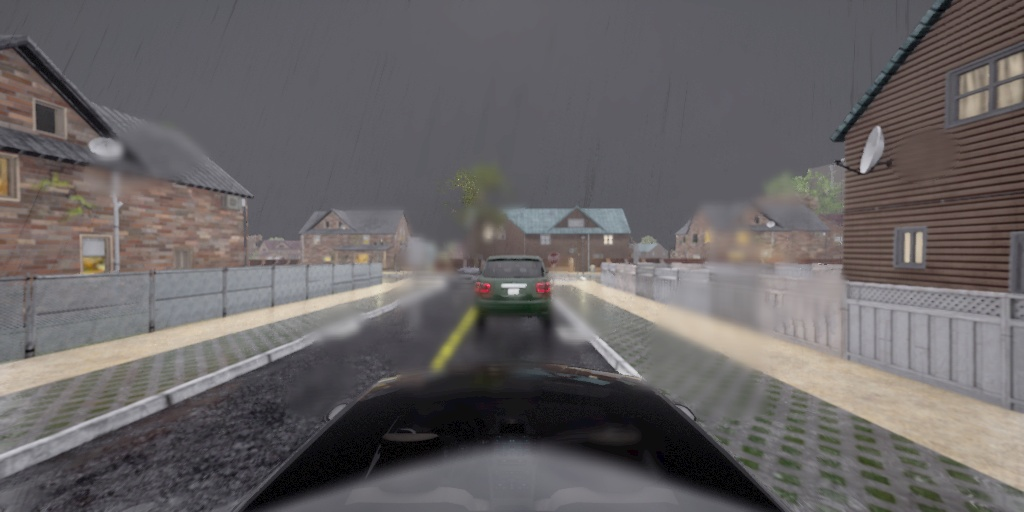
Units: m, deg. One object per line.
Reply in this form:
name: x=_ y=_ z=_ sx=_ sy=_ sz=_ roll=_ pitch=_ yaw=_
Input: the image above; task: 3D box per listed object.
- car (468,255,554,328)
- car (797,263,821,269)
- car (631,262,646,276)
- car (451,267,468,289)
car: x=0.090 y=1.009 z=11.706 sx=2.150 sy=2.045 sz=5.566 roll=0 pitch=0 yaw=1
car: x=27.729 y=1.376 z=32.887 sx=5.357 sy=1.411 sz=2.033 roll=0 pitch=1 yaw=1
car: x=11.482 y=1.326 z=33.364 sx=4.902 sy=1.511 sz=2.128 roll=0 pitch=1 yaw=2
car: x=-2.768 y=1.415 z=23.958 sx=1.994 sy=1.385 sz=4.181 roll=0 pitch=0 yaw=0
